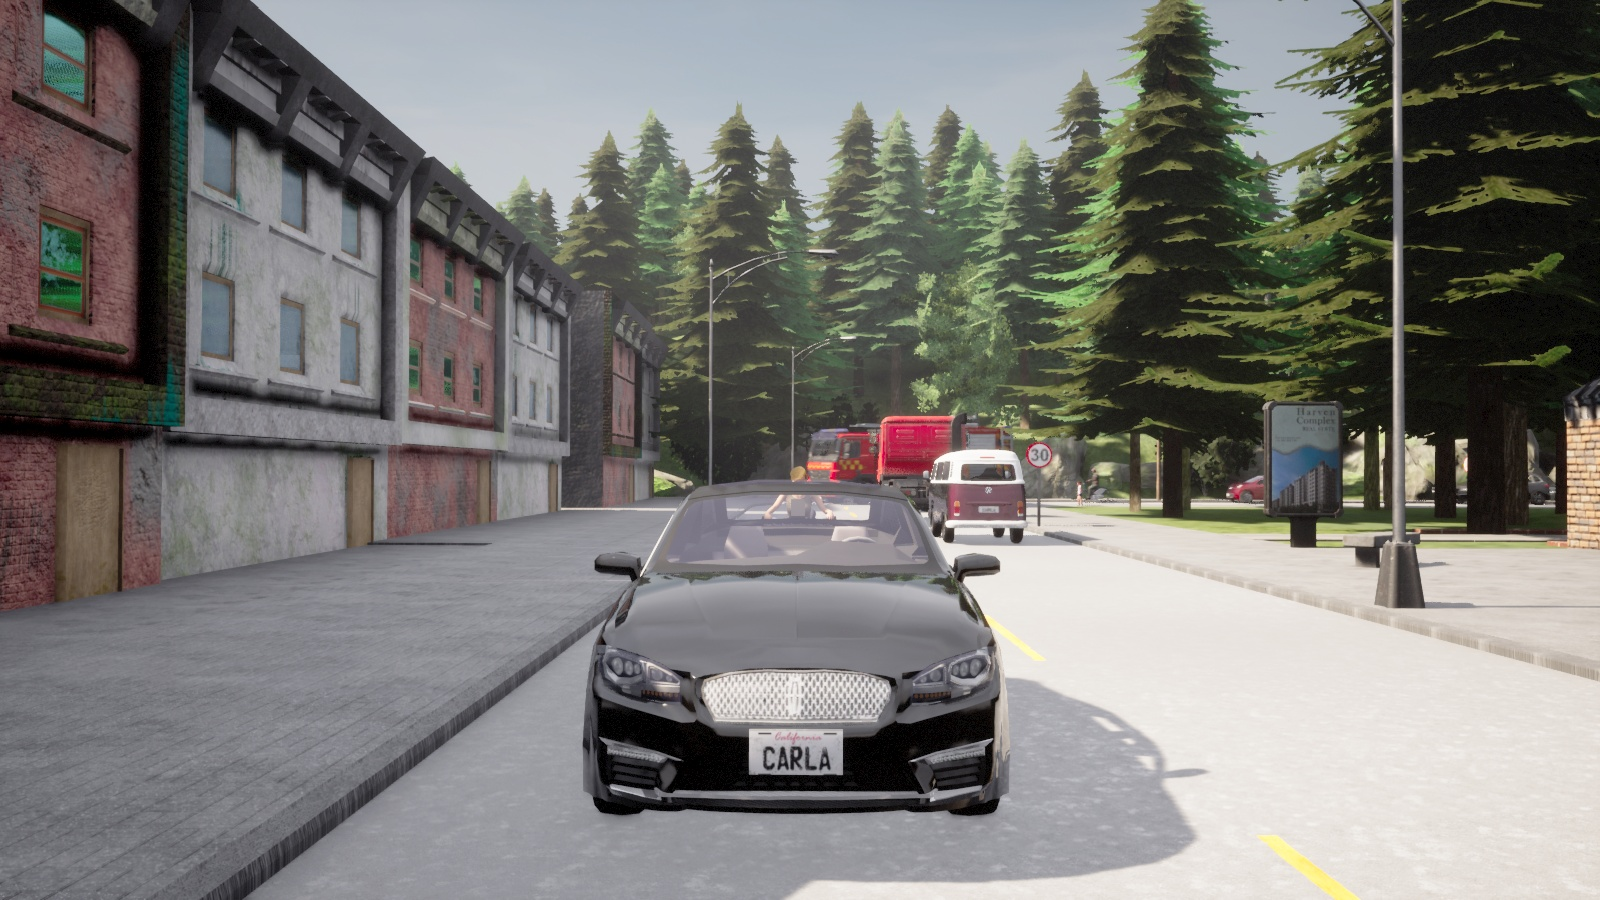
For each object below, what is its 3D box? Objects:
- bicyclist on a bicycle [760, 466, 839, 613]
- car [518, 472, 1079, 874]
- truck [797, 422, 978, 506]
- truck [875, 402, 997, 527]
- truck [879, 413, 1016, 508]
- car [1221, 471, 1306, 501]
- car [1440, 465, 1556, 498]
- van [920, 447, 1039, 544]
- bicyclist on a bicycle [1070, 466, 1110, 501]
[{"bbox_3d":[-0.005,0.996,14.605,0.866,1.612,1.509,0,-1,0],"label":"bicyclist on a bicycle"},{"bbox_3d":[-0.007,0.892,7.230,2.128,1.511,4.902,0,-1,0],"label":"car"},{"bbox_3d":[4.285,0.650,60.651,8.468,3.827,2.891,0,0,-29],"label":"truck"},{"bbox_3d":[4.011,0.466,38.741,2.891,3.462,7.936,0,-1,0],"label":"truck"},{"bbox_3d":[6.325,0.537,55.480,2.891,3.827,8.468,-1,-1,-16],"label":"truck"},{"bbox_3d":[23.356,1.797,63.354,3.633,1.501,1.845,0,-1,0],"label":"car"},{"bbox_3d":[35.183,1.582,63.418,4.611,1.667,2.242,0,-1,0],"label":"car"},{"bbox_3d":[4.006,1.003,28.737,2.069,2.038,4.480,0,-1,0],"label":"van"},{"bbox_3d":[14.605,1.687,63.299,1.843,1.776,0.659,0,-1,-1],"label":"bicyclist on a bicycle"}]
